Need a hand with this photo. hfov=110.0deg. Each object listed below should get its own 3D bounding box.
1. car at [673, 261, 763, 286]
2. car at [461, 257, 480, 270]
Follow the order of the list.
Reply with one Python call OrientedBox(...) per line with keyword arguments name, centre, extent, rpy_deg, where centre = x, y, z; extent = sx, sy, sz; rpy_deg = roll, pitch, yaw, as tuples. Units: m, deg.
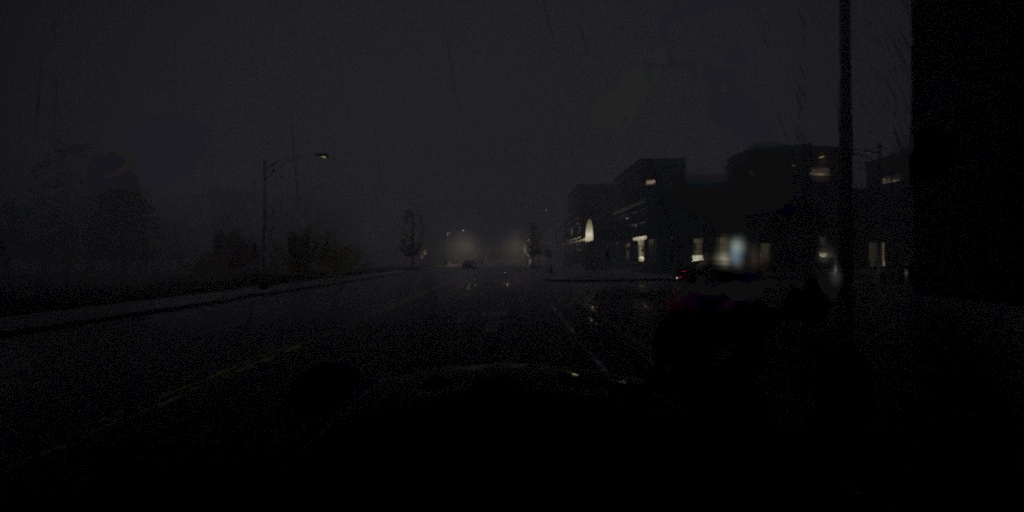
OrientedBox(name="car", centre=(12.238, 1.027, 21.413), extent=(4.892, 1.490, 1.837), rpy_deg=(-1, 0, -1))
OrientedBox(name="car", centre=(-6.557, 1.314, 55.116), extent=(1.882, 1.535, 5.008), rpy_deg=(0, 0, 1))
